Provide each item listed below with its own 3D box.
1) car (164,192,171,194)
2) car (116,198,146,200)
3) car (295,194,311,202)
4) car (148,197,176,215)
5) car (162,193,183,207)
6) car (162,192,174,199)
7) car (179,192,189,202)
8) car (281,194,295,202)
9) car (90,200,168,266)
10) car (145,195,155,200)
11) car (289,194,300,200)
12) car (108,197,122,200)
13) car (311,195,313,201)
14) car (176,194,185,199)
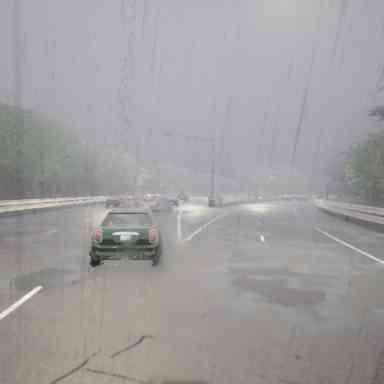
[{"bbox_3d":[-5.391,1.207,71.959,2.097,1.767,4.553,0,0,4],"label":"car"},{"bbox_3d":[-6.378,1.512,35.103,1.895,1.301,4.718,0,0,-1],"label":"car"},{"bbox_3d":[25.931,1.517,77.877,1.882,1.535,5.008,0,0,27],"label":"car"},{"bbox_3d":[-2.901,1.502,32.387,1.994,1.385,4.181,0,0,-1],"label":"car"},{"bbox_3d":[-2.871,1.393,49.944,1.882,1.535,5.008,0,0,1],"label":"car"},{"bbox_3d":[-6.770,1.026,94.365,2.150,2.045,5.566,0,0,7],"label":"car"},{"bbox_3d":[-1.908,1.102,71.599,2.150,2.045,5.566,0,0,4],"label":"car"},{"bbox_3d":[22.438,1.499,78.724,1.882,1.535,5.008,0,0,27],"label":"car"},{"bbox_3d":[-2.028,1.324,11.599,2.097,1.767,4.553,0,0,-4],"label":"car"},{"bbox_3d":[-8.927,1.385,71.051,1.994,1.385,4.181,0,0,4],"label":"car"},{"bbox_3d":[27.132,1.372,88.015,1.882,1.535,5.008,0,0,27],"label":"car"},{"bbox_3d":[-9.910,1.378,43.701,1.837,1.490,4.892,0,0,1],"label":"car"},{"bbox_3d":[30.614,1.486,87.148,2.033,1.411,5.357,0,0,27],"label":"car"},{"bbox_3d":[-3.155,1.377,95.112,1.994,1.385,4.181,0,0,7],"label":"car"}]
